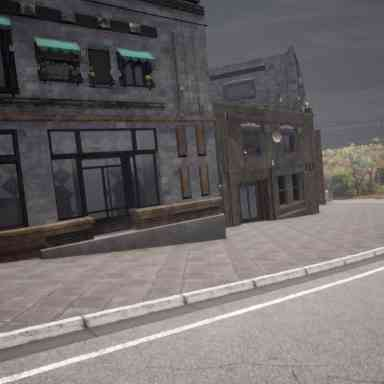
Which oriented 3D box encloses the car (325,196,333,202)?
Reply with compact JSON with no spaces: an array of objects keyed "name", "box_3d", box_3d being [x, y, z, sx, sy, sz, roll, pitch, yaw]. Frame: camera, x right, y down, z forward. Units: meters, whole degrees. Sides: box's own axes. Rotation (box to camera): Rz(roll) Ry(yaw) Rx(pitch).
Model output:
[{"name":"car","box_3d":[30.393,1.609,76.476,2.097,1.767,4.553,-6,-1,-10]}]
